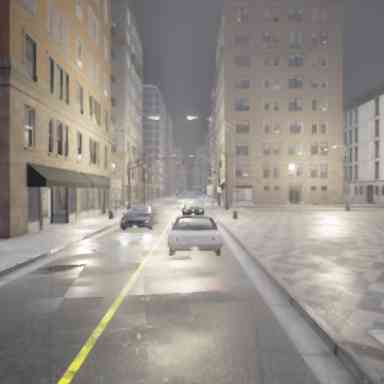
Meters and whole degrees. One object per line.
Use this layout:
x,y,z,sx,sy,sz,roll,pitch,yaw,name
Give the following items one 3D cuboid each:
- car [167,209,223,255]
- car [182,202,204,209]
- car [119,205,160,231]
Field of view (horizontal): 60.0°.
0.098,1.564,13.064,1.895,1.301,4.718,0,0,0,car
0.092,1.518,28.794,1.895,1.301,4.718,0,0,0,car
-3.063,1.488,20.594,2.033,1.411,5.357,0,0,0,car
